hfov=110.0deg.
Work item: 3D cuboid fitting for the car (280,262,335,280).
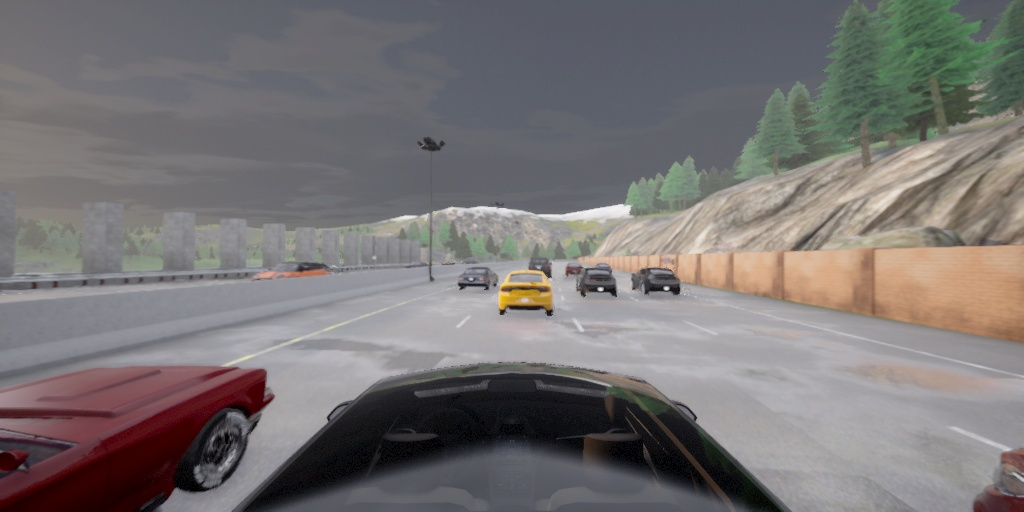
[{"bbox_3d":[-18.788,1.316,33.224,1.837,1.490,4.892,0,-1,7],"label":"car"}]

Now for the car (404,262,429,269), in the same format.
[{"bbox_3d":[-13.097,1.486,49.914,2.033,1.411,5.357,0,0,8],"label":"car"}]

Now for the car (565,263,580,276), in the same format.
[{"bbox_3d":[7.028,1.492,40.858,1.882,1.535,5.008,0,0,8],"label":"car"}]

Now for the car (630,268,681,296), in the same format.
[{"bbox_3d":[8.239,1.416,20.941,1.837,1.490,4.892,0,0,6],"label":"car"}]

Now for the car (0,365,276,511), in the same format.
[{"bbox_3d":[-3.388,1.329,1.577,1.895,1.301,4.718,0,0,0],"label":"car"}]

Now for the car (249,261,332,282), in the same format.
[{"bbox_3d":[-13.030,1.129,21.209,2.097,1.767,4.553,0,0,6],"label":"car"}]

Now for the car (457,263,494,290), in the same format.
[{"bbox_3d":[-2.105,1.406,23.286,2.033,1.411,5.357,0,0,6],"label":"car"}]

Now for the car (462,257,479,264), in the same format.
[{"bbox_3d":[-7.460,1.279,64.740,2.150,2.045,5.566,0,0,8],"label":"car"}]

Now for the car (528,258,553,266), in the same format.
[{"bbox_3d":[2.730,1.177,34.928,2.150,2.045,5.566,0,0,7],"label":"car"}]

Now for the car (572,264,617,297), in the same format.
[{"bbox_3d":[4.637,1.389,20.167,1.837,1.490,4.892,0,0,6],"label":"car"}]

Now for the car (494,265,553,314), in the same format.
[{"bbox_3d":[0.607,1.302,14.223,1.882,1.535,5.008,0,0,4],"label":"car"}]
